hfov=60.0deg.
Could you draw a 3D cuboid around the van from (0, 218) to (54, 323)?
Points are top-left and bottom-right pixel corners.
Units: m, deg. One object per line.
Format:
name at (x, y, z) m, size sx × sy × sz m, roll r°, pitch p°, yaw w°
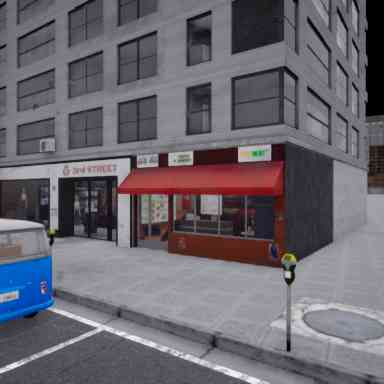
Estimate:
van at (-4.259, 1.341, 6.093) m, size 3.998 × 1.788 × 1.690 m, roll 0°, pitch 0°, yaw 35°
